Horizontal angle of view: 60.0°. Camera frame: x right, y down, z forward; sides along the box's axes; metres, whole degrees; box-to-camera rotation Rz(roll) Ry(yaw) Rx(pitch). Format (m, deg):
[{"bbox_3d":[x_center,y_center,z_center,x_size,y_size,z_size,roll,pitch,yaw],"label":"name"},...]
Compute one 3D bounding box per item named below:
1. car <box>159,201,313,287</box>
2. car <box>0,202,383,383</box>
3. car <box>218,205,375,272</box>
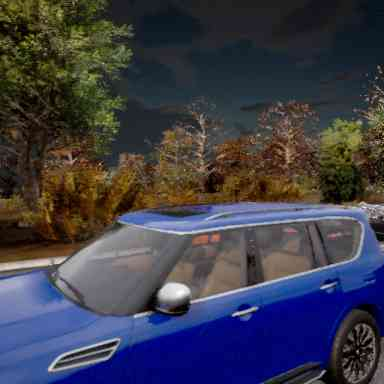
[{"bbox_3d":[1.035,1.246,10.066,2.185,1.767,4.553,0,1,-33],"label":"car"},{"bbox_3d":[-0.028,1.182,3.678,5.566,2.045,2.150,0,1,-33],"label":"car"},{"bbox_3d":[3.277,1.352,11.570,2.097,1.535,5.008,0,1,-33],"label":"car"}]
